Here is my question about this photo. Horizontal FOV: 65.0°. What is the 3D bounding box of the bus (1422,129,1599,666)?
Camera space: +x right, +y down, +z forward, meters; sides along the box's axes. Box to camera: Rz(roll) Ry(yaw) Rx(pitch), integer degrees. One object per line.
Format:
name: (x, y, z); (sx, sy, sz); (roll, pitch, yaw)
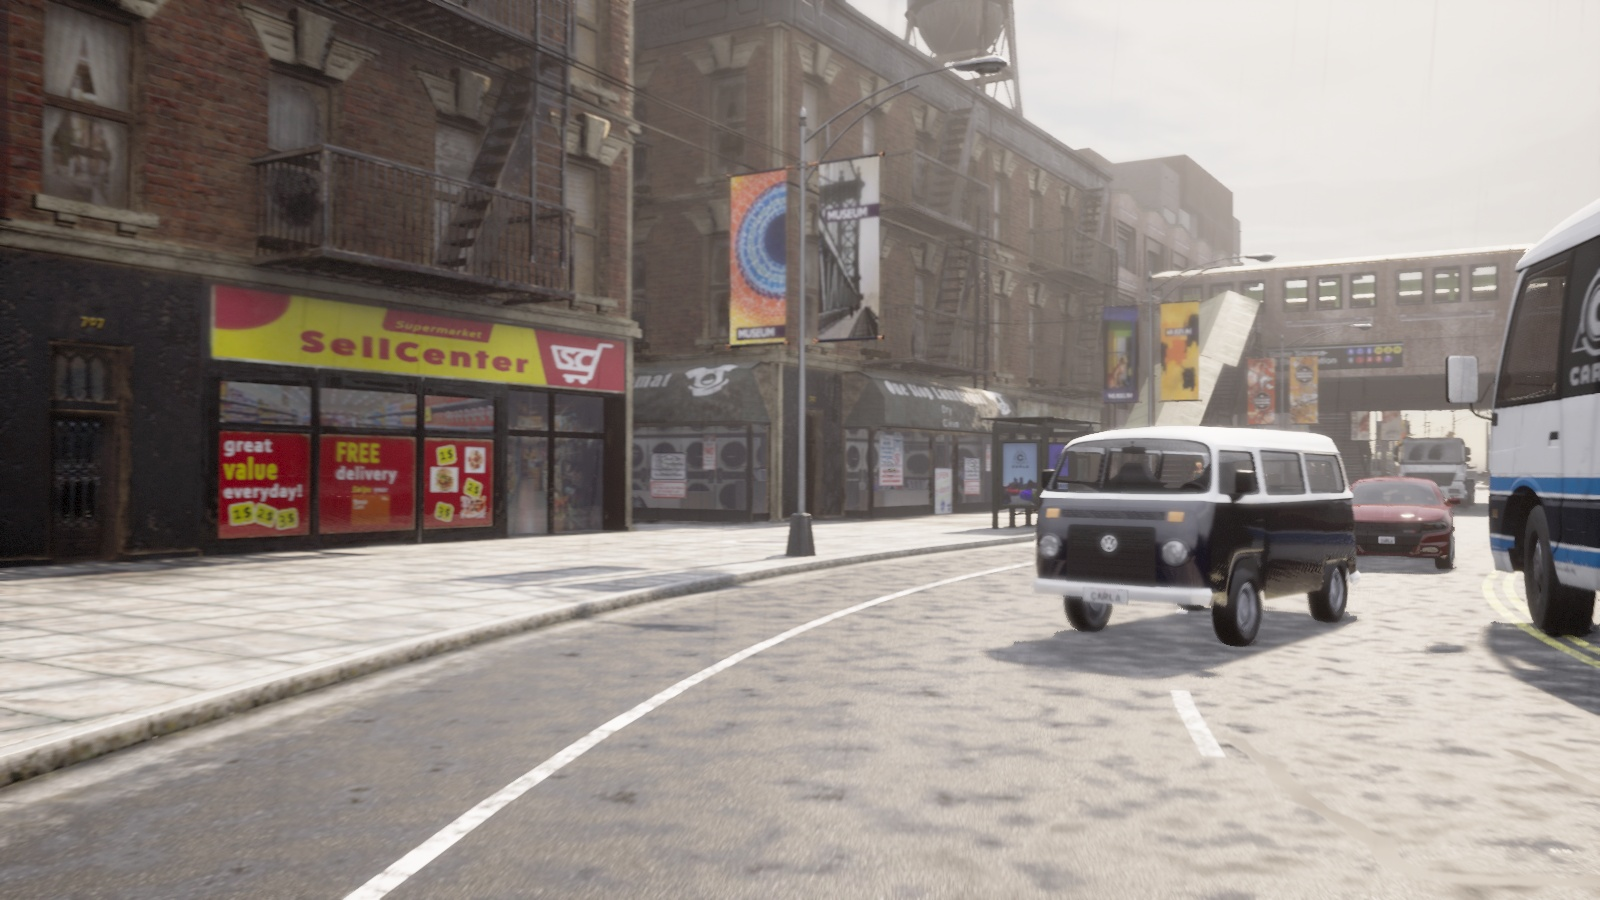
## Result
bus: (8.248, -0.428, 9.408); (3.944, 4.253, 10.273); (-1, -1, 12)

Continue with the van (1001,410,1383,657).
van: (4.128, 0.743, 12.750); (2.069, 2.038, 4.480); (-1, -2, 41)

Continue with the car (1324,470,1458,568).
car: (10.642, 1.137, 22.426); (1.882, 1.535, 5.008); (-1, -1, 28)

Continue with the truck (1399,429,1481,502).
truck: (32.393, 0.800, 63.400); (2.891, 3.462, 7.936); (-1, -1, 33)
